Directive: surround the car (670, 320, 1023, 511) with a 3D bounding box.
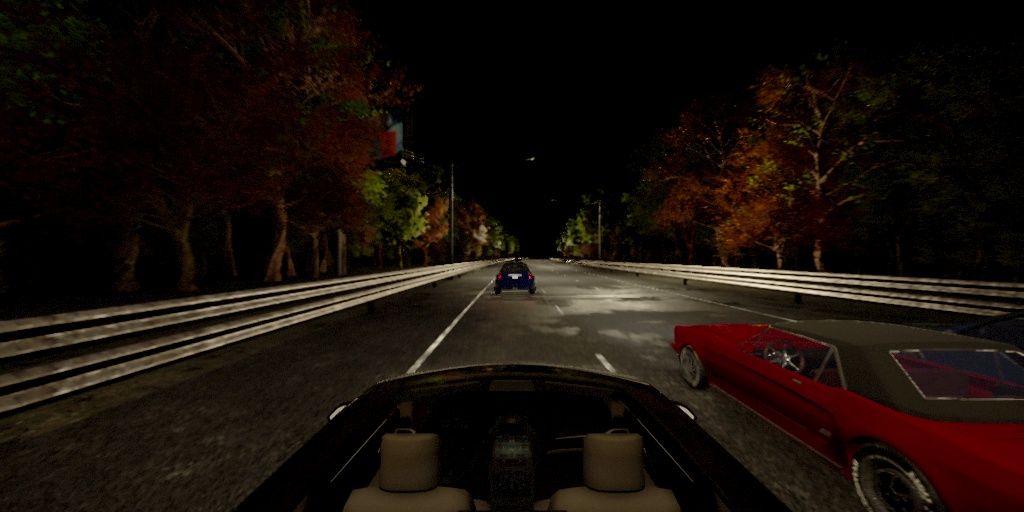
[{"bbox_3d":[3.579,1.358,3.892,1.895,1.301,4.718,0,0,0],"label":"car"}]

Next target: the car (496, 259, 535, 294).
[{"bbox_3d":[0.183,1.133,20.869,2.097,1.767,4.553,0,0,1],"label":"car"}]

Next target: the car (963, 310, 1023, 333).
[{"bbox_3d":[7.072,1.309,4.053,2.033,1.411,5.357,0,0,0],"label":"car"}]
